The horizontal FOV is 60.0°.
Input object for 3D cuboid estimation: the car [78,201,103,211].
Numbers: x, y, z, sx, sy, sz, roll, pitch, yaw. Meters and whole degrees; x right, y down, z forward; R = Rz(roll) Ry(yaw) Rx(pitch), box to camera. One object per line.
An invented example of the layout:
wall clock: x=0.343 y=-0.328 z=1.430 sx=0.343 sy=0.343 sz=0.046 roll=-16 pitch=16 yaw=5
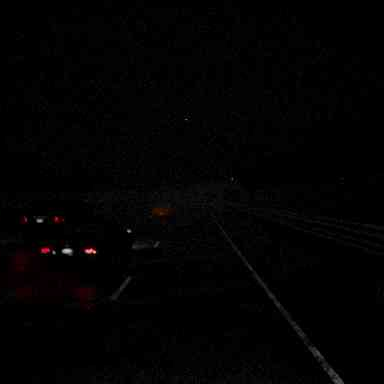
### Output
car: x=-16.260 y=2.280 z=53.641 sx=2.033 sy=1.411 sz=5.357 roll=0 pitch=-1 yaw=3

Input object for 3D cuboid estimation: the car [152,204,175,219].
car: x=-2.841 y=1.921 z=33.921 sx=1.882 sy=1.535 sz=5.008 roll=0 pitch=-1 yaw=2

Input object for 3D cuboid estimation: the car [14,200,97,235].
car: x=-6.731 y=1.417 z=17.483 sx=2.150 sy=2.045 sz=5.566 roll=0 pitch=-1 yaw=1

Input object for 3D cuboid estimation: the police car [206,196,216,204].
police car: x=4.966 y=2.550 z=93.790 sx=1.930 sy=1.638 sz=5.238 roll=0 pitch=0 yaw=5

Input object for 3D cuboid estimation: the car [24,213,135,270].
car: x=-3.318 y=1.671 z=11.436 sx=2.033 sy=1.411 sz=5.357 roll=0 pitch=-1 yaw=1

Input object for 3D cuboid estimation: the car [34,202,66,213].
car: x=-20.056 y=2.180 z=47.314 sx=2.033 sy=1.411 sz=5.357 roll=0 pitch=-1 yaw=3
